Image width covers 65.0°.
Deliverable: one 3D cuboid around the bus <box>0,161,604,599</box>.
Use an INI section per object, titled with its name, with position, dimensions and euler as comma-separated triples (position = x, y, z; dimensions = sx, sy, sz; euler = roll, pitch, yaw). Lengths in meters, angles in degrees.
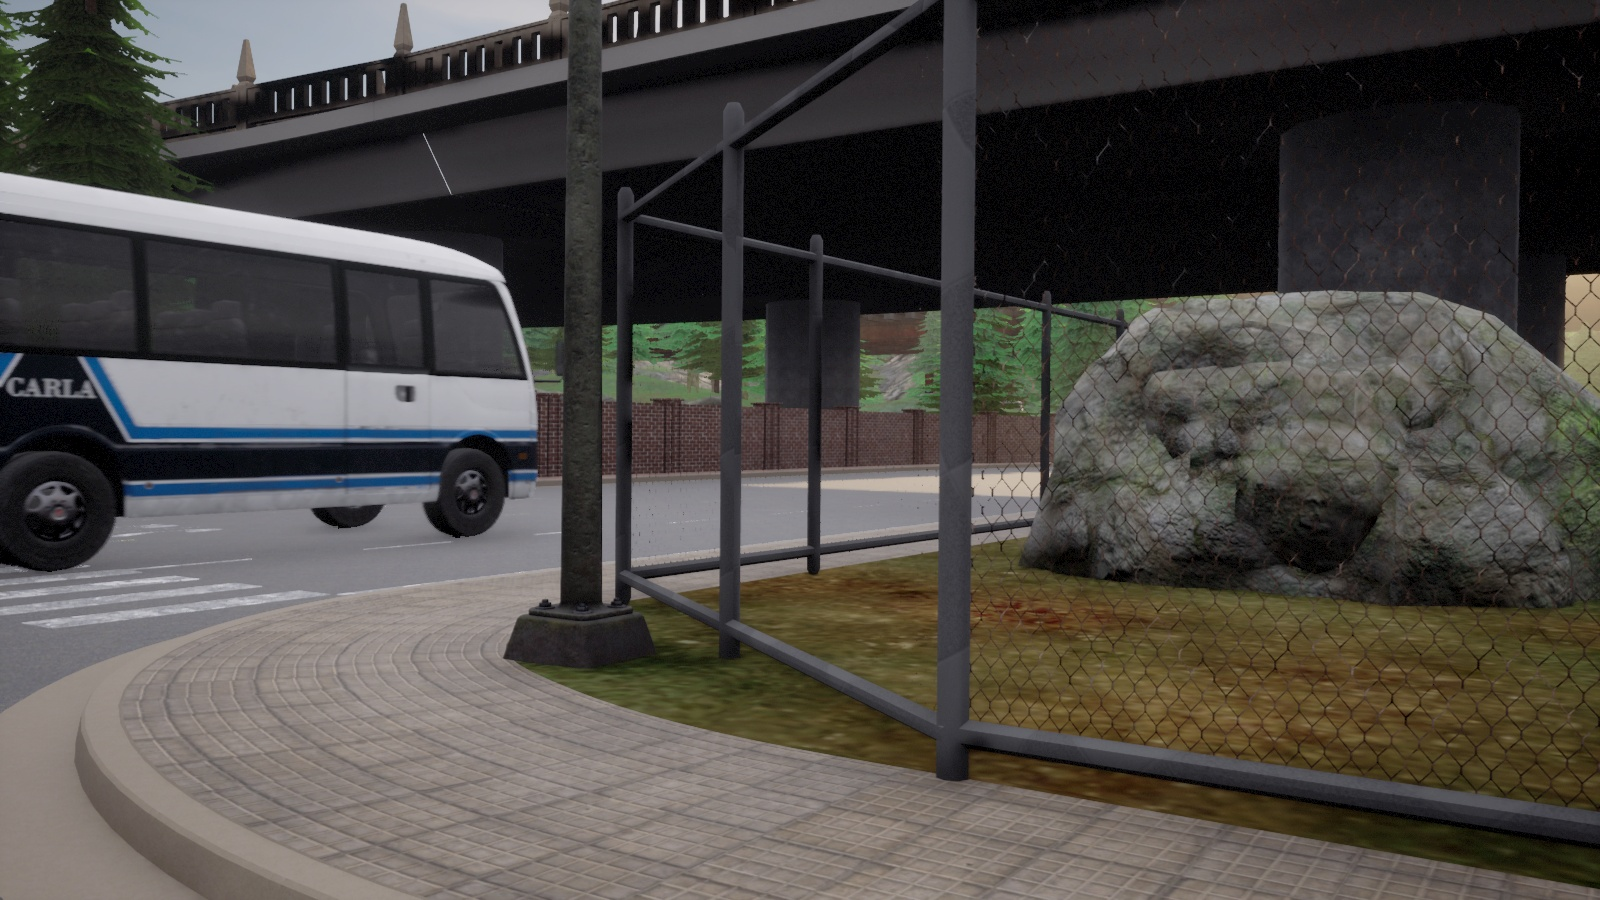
[bus]
position = -7.524, -0.737, 16.141
dimensions = 3.944, 4.253, 10.273
euler = 0, 1, 33
